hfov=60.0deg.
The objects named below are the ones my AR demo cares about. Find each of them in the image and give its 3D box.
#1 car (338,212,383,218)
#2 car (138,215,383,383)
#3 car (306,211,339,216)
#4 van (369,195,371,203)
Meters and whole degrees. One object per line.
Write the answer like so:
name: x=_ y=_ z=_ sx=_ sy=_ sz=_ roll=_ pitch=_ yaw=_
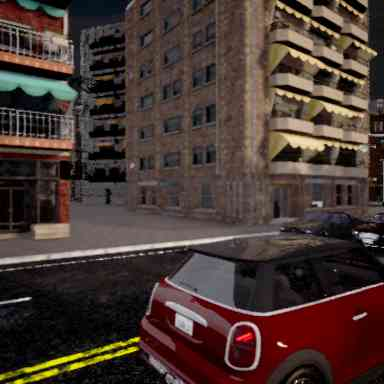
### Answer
car: x=8.595 y=1.606 z=14.031 sx=4.902 sy=1.511 sz=2.128 roll=1 pitch=0 yaw=-37
car: x=1.640 y=1.384 z=4.650 sx=4.553 sy=1.767 sz=2.097 roll=0 pitch=0 yaw=-36
car: x=6.713 y=1.666 z=16.660 sx=5.357 sy=1.411 sz=2.033 roll=0 pitch=0 yaw=-37
van: x=32.492 y=1.386 z=64.552 sx=3.998 sy=1.788 sz=1.690 roll=1 pitch=-1 yaw=20
